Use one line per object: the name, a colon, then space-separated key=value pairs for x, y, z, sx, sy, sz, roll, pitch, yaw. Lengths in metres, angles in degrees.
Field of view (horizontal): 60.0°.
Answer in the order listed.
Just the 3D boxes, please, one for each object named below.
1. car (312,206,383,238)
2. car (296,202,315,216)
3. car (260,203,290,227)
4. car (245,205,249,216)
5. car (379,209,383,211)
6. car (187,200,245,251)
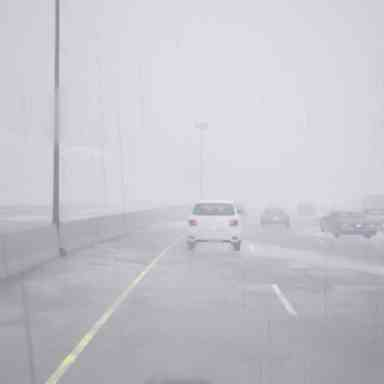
car: x=8.607 y=1.741 z=18.893 sx=2.033 sy=1.411 sz=5.357 roll=0 pitch=-1 yaw=9
car: x=12.776 y=1.861 z=37.406 sx=2.128 sy=1.511 sz=4.902 roll=0 pitch=-1 yaw=16
car: x=6.148 y=1.802 z=24.900 sx=1.994 sy=1.385 sz=4.181 roll=0 pitch=-1 yaw=11
car: x=4.797 y=1.814 z=34.835 sx=2.128 sy=1.511 sz=4.902 roll=0 pitch=-1 yaw=14
car: x=13.067 y=1.853 z=24.080 sx=1.895 sy=1.301 sz=4.718 roll=0 pitch=-1 yaw=11
car: x=1.083 y=1.359 z=15.145 sx=2.150 sy=2.045 sz=5.566 roll=0 pitch=-1 yaw=6
